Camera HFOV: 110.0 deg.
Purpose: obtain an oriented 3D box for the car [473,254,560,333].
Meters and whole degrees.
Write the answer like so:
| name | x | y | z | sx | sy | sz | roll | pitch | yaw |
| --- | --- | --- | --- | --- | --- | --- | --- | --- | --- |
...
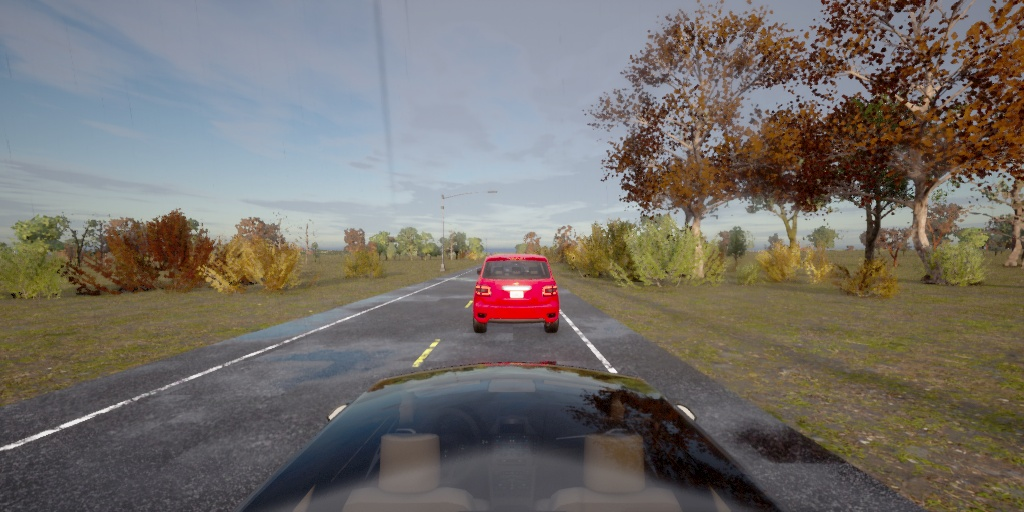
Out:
| name | x | y | z | sx | sy | sz | roll | pitch | yaw |
| --- | --- | --- | --- | --- | --- | --- | --- | --- | --- |
| car | 0.084 | 0.968 | 10.842 | 2.150 | 2.045 | 5.566 | 0 | 0 | -1 |

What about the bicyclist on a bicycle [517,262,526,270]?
| name | x | y | z | sx | sy | sz | roll | pitch | yaw |
| --- | --- | --- | --- | --- | --- | --- | --- | --- | --- |
| bicyclist on a bicycle | 0.876 | 1.110 | 30.021 | 0.659 | 1.776 | 1.843 | 0 | 0 | 0 |
